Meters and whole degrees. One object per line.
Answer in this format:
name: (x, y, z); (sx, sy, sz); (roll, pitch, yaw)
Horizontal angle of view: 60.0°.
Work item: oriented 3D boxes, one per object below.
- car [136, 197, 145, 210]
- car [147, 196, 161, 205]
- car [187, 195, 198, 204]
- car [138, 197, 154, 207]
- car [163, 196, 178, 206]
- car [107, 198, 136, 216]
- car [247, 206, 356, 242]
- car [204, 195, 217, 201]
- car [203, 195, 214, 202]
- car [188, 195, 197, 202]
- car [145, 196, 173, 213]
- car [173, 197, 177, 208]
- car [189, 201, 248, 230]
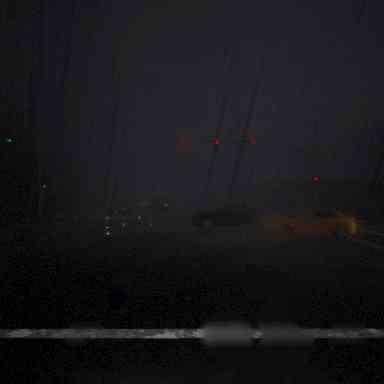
car: (-7.059, 1.478, 42.234); (1.882, 1.535, 5.008); (0, 0, 0)
car: (-7.012, 1.492, 62.128); (2.128, 1.511, 4.902); (0, 0, 0)
car: (0.052, 1.505, 63.812); (1.837, 1.490, 4.892); (0, 0, 0)
car: (-7.048, 1.505, 51.720); (1.837, 1.490, 4.892); (0, 0, 0)
car: (-3.534, 1.492, 55.661); (2.128, 1.511, 4.902); (0, 0, 0)
car: (-7.067, 1.526, 32.940); (1.812, 1.442, 4.674); (0, 0, 0)
car: (5.574, 1.501, 16.442); (5.008, 1.535, 1.882); (0, -1, -15)
car: (3.552, 1.352, 63.779); (2.097, 1.767, 4.553); (0, 0, 0)
car: (3.561, 1.386, 73.918); (2.128, 1.511, 4.902); (0, 0, 0)
car: (0.061, 1.413, 73.921); (1.994, 1.385, 4.181); (0, 0, 0)
car: (-3.558, 1.352, 37.033); (2.097, 1.767, 4.553); (0, 0, 0)
car: (-3.556, 1.564, 45.603); (1.994, 1.385, 4.181); (0, 0, 0)
car: (2.456, 1.506, 21.000); (5.008, 1.535, 1.882); (0, 0, 0)
